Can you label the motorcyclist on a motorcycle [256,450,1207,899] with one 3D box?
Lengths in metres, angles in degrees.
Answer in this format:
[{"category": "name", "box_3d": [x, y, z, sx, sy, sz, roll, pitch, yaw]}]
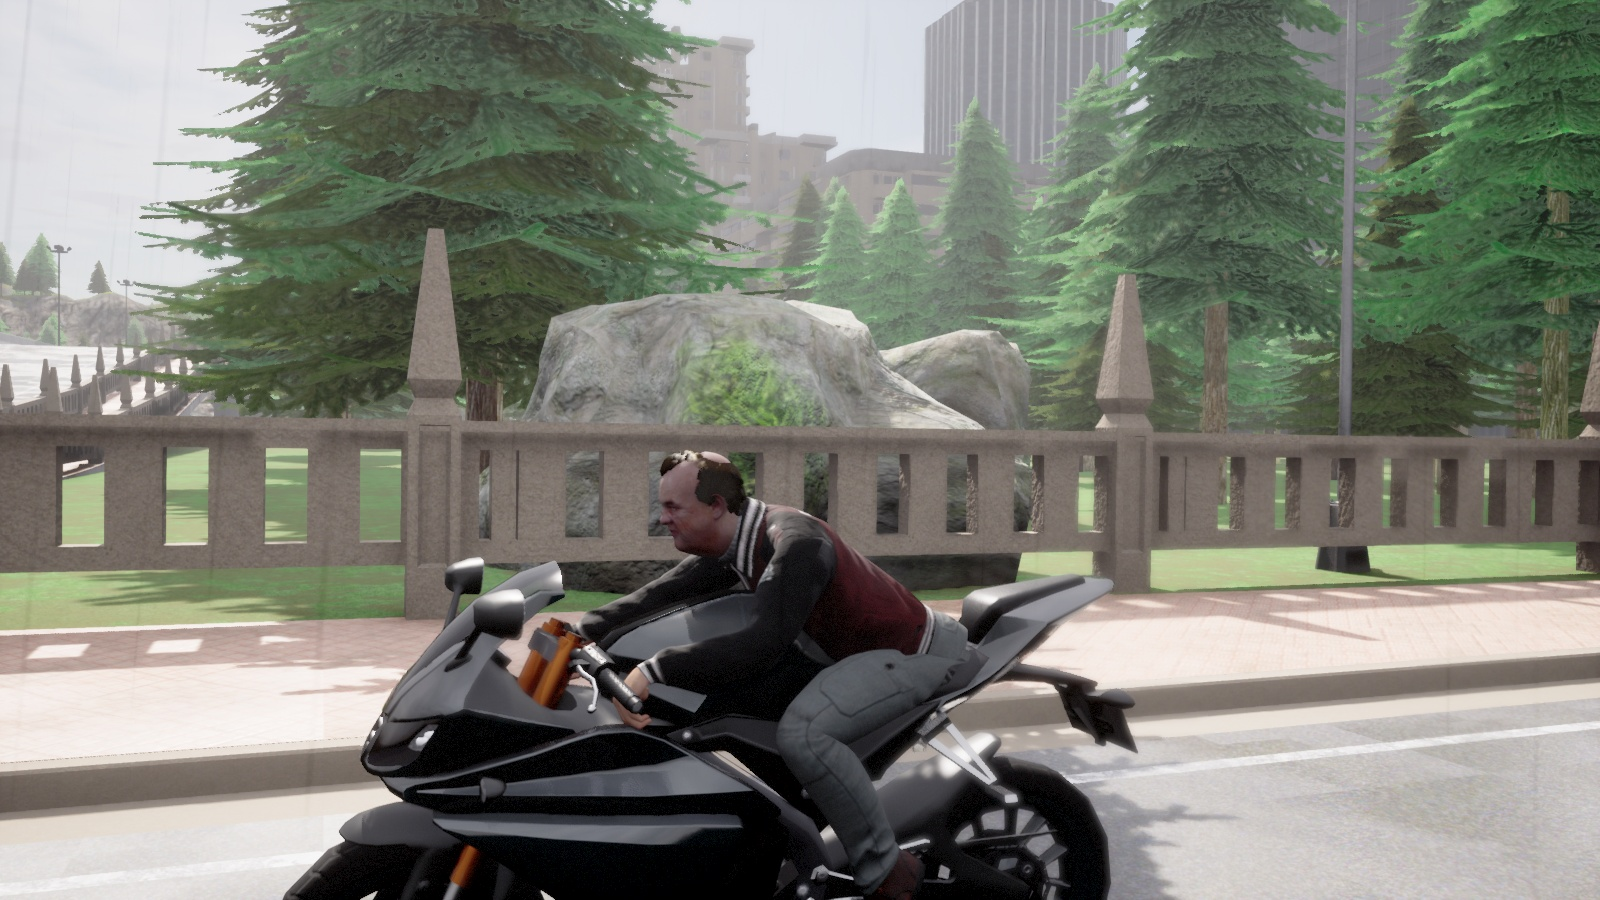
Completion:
[{"category": "motorcyclist on a motorcycle", "box_3d": [-0.154, 0.783, 3.181, 2.191, 1.530, 0.866, -1, 1, -21]}]
